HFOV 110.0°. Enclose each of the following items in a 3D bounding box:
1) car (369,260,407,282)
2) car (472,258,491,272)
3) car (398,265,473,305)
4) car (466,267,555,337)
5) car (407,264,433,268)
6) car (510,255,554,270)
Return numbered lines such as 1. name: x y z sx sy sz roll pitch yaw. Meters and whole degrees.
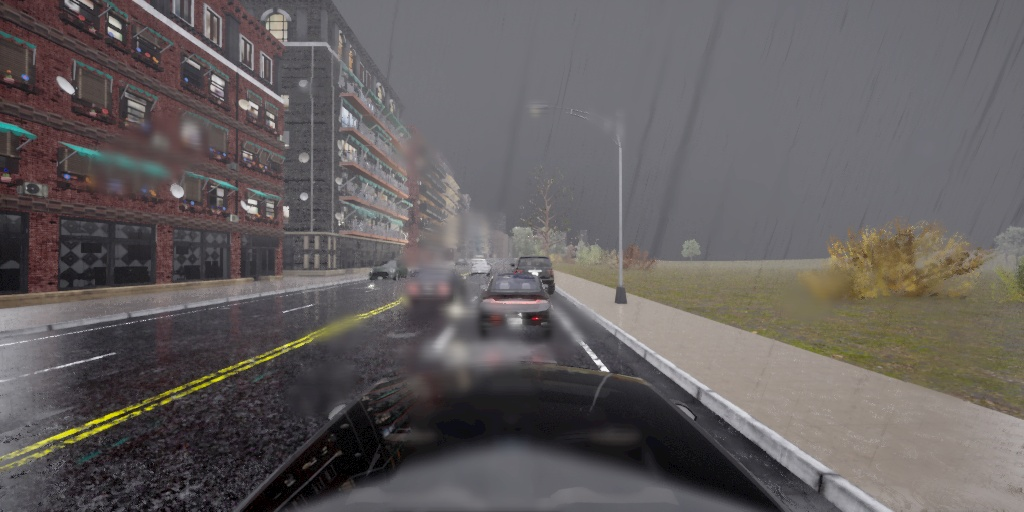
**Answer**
1. car: -9.869 1.104 29.095 2.097 1.767 4.553 0 0 0
2. car: -3.174 1.277 37.604 1.812 1.442 4.674 0 0 0
3. car: -3.159 1.298 16.043 2.033 1.411 5.357 0 0 0
4. car: 0.094 1.243 10.329 2.128 1.511 4.902 0 0 0
5. car: -6.618 1.352 28.784 1.895 1.301 4.718 0 0 0
6. car: 1.125 0.977 20.199 2.150 2.045 5.566 0 0 0
